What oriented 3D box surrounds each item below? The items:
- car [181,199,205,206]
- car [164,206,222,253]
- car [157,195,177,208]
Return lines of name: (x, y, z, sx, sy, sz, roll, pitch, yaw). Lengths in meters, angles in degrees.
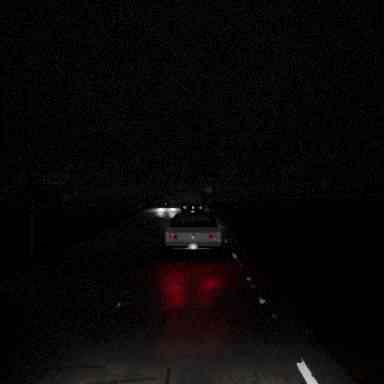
car: (0.092, 1.212, 27.783, 1.895, 1.301, 4.718, 0, 1, 1)
car: (0.065, 1.420, 12.792, 1.895, 1.301, 4.718, 0, 1, 1)
car: (-2.727, 1.057, 36.889, 1.994, 1.385, 4.181, 0, 1, 1)
